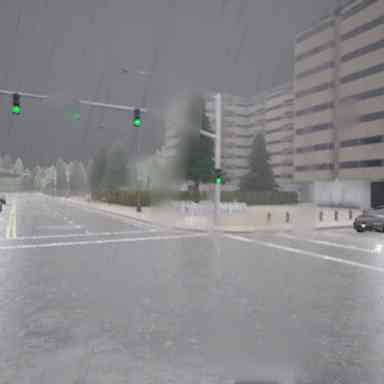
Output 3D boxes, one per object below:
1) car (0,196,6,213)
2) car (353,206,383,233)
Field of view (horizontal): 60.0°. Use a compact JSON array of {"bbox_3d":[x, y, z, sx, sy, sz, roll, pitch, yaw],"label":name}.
[{"bbox_3d":[-18.665,1.282,30.873,1.895,1.301,4.718,0,0,-27],"label":"car"},{"bbox_3d":[10.801,1.477,17.957,4.892,1.490,1.837,0,0,-28],"label":"car"}]
